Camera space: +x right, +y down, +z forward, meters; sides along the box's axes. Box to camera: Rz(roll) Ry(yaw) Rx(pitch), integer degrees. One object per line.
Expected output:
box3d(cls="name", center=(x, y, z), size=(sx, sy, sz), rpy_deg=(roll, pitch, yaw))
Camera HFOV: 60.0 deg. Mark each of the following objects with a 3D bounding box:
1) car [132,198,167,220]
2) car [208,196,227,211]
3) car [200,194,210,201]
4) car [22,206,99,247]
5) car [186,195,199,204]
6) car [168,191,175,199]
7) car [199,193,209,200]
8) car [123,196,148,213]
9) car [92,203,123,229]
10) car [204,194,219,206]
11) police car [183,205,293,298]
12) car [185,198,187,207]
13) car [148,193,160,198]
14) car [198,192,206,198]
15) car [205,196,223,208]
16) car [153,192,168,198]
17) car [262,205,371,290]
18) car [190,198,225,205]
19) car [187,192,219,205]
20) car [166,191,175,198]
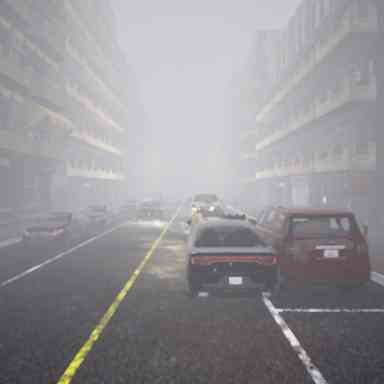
box3d(cls="car", center=(-3.069, 1.379, 25.700), size=(1.994, 1.385, 4.181), rpy_deg=(0, 0, 0))
box3d(cls="car", center=(2.719, 1.259, 36.975), size=(1.752, 1.417, 4.829), rpy_deg=(-1, 0, 0))
box3d(cls="car", center=(2.756, 1.063, 70.416), size=(1.947, 1.339, 4.313), rpy_deg=(-1, 0, 0))
box3d(cls="car", center=(-5.685, 1.478, 14.435), size=(1.802, 1.307, 4.206), rpy_deg=(-1, 0, 0))
box3d(cls="car", center=(0.059, 1.170, 55.066), size=(1.994, 1.385, 4.181), rpy_deg=(0, 0, 0))
box3d(cls="car", center=(-5.612, 0.969, 81.658), size=(2.008, 1.369, 4.403), rpy_deg=(-1, 0, 0))
box3d(cls="car", center=(2.762, 1.009, 76.019), size=(2.008, 1.369, 4.403), rpy_deg=(-1, 0, 0))
box3d(cls="car", center=(-5.667, 1.326, 31.241), size=(2.008, 1.369, 4.403), rpy_deg=(-1, 0, 0))
box3d(cls="car", center=(-5.679, 1.437, 20.037), size=(1.802, 1.307, 4.206), rpy_deg=(-1, 0, 0))
box3d(cls="car", center=(2.729, 1.095, 48.008), size=(1.967, 1.590, 4.097), rpy_deg=(-1, 0, 0))
box3d(cls="police car", center=(0.805, 1.363, 8.543), size=(1.930, 1.638, 5.238), rpy_deg=(0, 0, 1))
box3d(cls="car", center=(0.068, 1.240, 45.117), size=(1.994, 1.385, 4.181), rpy_deg=(0, 0, 0))
box3d(cls="car", center=(-5.655, 1.246, 42.445), size=(2.008, 1.369, 4.403), rpy_deg=(-1, 0, 0))
box3d(cls="car", center=(2.779, 0.780, 92.823), size=(1.967, 1.590, 4.097), rpy_deg=(-1, 0, 0))
box3d(cls="car", center=(2.725, 1.261, 42.407), size=(1.947, 1.339, 4.313), rpy_deg=(-1, 0, 0))
box3d(cls="car", center=(-5.646, 0.931, 53.647), size=(2.192, 1.841, 5.009), rpy_deg=(-1, 0, 0))
box3d(cls="car", center=(2.685, 1.251, 8.794), size=(2.192, 1.841, 5.009), rpy_deg=(-1, 0, 0))
box3d(cls="car", center=(0.919, 1.321, 18.617), size=(1.801, 1.575, 5.366), rpy_deg=(0, 0, 0))
box3d(cls="car", center=(0.926, 1.048, 24.456), size=(2.150, 2.045, 5.566), rpy_deg=(0, 0, 0))
box3d(cls="car", center=(-5.609, 0.695, 87.258), size=(2.192, 1.841, 5.009), rpy_deg=(-1, 0, 0))
